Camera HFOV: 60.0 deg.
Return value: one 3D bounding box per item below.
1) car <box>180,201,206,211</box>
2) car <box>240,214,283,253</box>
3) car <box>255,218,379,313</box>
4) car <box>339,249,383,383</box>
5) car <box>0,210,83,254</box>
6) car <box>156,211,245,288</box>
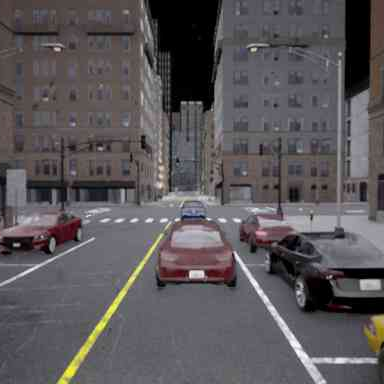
[{"bbox_3d":[0.092,1.371,25.131,2.033,1.411,5.357,0,0,0],"label":"car"},{"bbox_3d":[2.868,1.490,13.007,1.802,1.307,4.206,-1,0,0],"label":"car"},{"bbox_3d":[2.867,1.513,7.421,1.947,1.339,4.313,-1,0,0],"label":"car"},{"bbox_3d":[2.866,1.510,2.005,1.752,1.417,4.829,-1,0,0],"label":"car"},{"bbox_3d":[-5.678,1.453,13.005,1.887,1.381,4.507,-1,0,0],"label":"car"},{"bbox_3d":[0.099,1.463,8.949,1.812,1.442,4.674,0,1,0],"label":"car"}]
